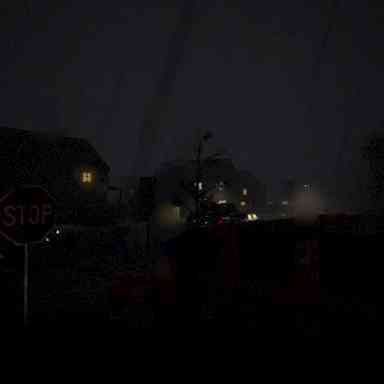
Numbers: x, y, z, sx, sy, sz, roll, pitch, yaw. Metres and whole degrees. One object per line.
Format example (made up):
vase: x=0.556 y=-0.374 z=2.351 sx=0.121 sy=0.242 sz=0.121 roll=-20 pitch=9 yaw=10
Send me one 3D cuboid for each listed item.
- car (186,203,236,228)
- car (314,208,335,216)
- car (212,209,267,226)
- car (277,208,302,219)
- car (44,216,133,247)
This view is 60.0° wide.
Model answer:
car: x=1.774 y=1.906 z=27.161 sx=2.150 sy=2.045 sz=5.566 roll=1 pitch=-1 yaw=35
car: x=18.111 y=2.945 z=45.248 sx=2.128 sy=1.511 sz=4.902 roll=1 pitch=-1 yaw=35
car: x=3.981 y=2.261 z=25.205 sx=2.033 sy=1.411 sz=5.357 roll=1 pitch=-1 yaw=35
car: x=12.435 y=2.727 z=42.187 sx=2.128 sy=1.511 sz=4.902 roll=1 pitch=-1 yaw=36
car: x=-5.364 y=1.928 z=17.052 sx=1.895 sy=1.301 sz=4.718 roll=1 pitch=-1 yaw=35
